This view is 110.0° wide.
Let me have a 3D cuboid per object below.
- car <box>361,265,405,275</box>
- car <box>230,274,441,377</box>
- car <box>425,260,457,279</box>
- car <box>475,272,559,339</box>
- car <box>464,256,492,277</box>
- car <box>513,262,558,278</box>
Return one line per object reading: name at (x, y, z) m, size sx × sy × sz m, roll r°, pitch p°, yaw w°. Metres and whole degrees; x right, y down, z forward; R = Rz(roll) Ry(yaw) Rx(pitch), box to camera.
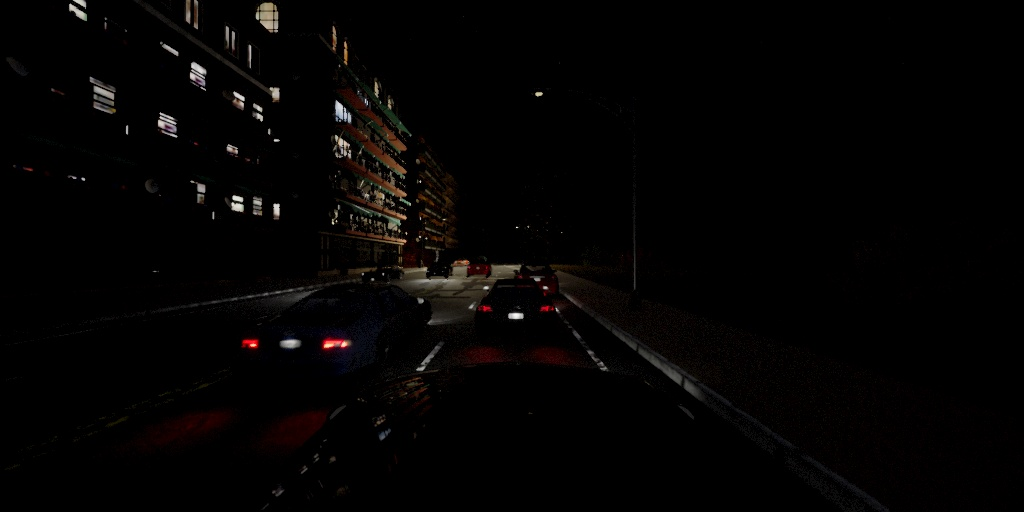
car at (-9.808, 1.355, 27.471) m, size 1.895 × 1.301 × 4.718 m, roll 0°, pitch 0°, yaw 0°
car at (-3.141, 1.298, 7.601) m, size 2.033 × 1.411 × 5.357 m, roll 0°, pitch 0°, yaw 0°
car at (-6.552, 1.259, 32.768) m, size 1.837 × 1.490 × 4.892 m, roll 0°, pitch 0°, yaw 0°
car at (0.108, 1.316, 10.047) m, size 1.994 × 1.385 × 4.181 m, roll 0°, pitch 0°, yaw 1°
car at (-3.099, 1.106, 34.861) m, size 2.097 × 1.767 × 4.553 m, roll 0°, pitch 0°, yaw 0°
car at (1.164, 1.104, 18.626) m, size 2.097 × 1.767 × 4.553 m, roll 0°, pitch 0°, yaw 0°
